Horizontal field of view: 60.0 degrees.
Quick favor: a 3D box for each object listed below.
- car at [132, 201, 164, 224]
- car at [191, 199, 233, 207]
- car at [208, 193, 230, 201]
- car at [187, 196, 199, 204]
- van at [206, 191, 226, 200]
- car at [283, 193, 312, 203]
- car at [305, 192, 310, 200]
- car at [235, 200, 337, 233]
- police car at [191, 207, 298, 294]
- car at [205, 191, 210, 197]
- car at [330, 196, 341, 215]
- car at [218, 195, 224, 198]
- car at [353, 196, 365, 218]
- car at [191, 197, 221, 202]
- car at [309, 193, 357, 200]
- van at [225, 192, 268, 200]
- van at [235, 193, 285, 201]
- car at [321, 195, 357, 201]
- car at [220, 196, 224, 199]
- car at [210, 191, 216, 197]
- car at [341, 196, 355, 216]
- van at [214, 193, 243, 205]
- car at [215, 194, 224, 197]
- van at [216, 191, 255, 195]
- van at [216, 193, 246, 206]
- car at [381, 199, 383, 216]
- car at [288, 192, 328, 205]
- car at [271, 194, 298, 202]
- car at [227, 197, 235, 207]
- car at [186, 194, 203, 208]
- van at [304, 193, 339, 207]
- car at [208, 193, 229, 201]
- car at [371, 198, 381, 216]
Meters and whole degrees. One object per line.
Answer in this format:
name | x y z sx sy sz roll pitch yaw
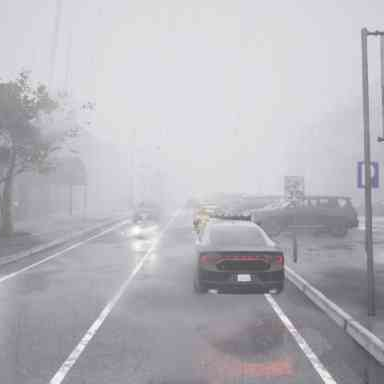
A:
car | -3.196 1.461 24.703 2.128 1.511 4.902 0 0 0
car | 1.016 1.438 18.998 1.801 1.575 5.366 0 0 0
car | 5.786 1.039 70.764 4.553 1.767 2.185 0 1 0
car | 0.128 1.354 58.654 1.994 1.385 4.181 0 0 0
van | 5.707 0.864 79.172 4.442 1.987 1.878 0 1 0
car | 18.919 1.136 59.995 4.553 1.767 2.185 0 1 0
car | 18.905 1.134 46.115 5.566 2.045 2.435 0 1 0
car | 5.591 1.466 20.298 5.366 1.575 1.946 0 0 0
police car | 0.994 1.422 8.904 1.930 1.638 5.238 0 0 0
car | 5.784 0.963 65.156 5.566 2.045 2.435 0 1 0
car | 18.840 1.469 37.782 4.792 1.488 2.163 0 0 0
car | 5.789 1.466 39.927 4.674 1.452 2.002 0 0 0
car | 18.860 1.455 32.233 5.008 1.535 2.097 0 0 0
car | 1.030 1.424 25.005 1.801 1.575 5.366 0 0 0
car | 18.846 1.153 43.338 5.566 2.045 2.435 0 0 0
van | 5.669 1.231 31.514 4.442 1.987 1.878 0 0 0
van | 5.897 1.238 25.903 4.442 1.987 1.878 0 0 0
car | 18.901 1.452 40.565 4.792 1.488 2.163 0 0 0
car | 5.819 1.470 37.119 4.792 1.488 2.163 0 0 0
car | 5.771 1.113 48.336 5.566 2.045 2.435 0 1 0
car | 19.052 1.444 35.010 5.366 1.575 1.946 0 0 0
van | 5.920 1.089 53.944 4.442 1.987 1.878 0 1 0
car | 5.801 1.409 42.730 4.892 1.521 2.231 0 0 0
van | 5.913 1.163 45.536 4.442 1.987 1.878 0 0 0
van | 5.918 1.114 51.140 4.442 1.987 1.878 0 1 0
car | 18.832 1.212 26.680 5.566 2.045 2.435 0 0 0
car | 18.912 1.060 54.441 5.566 2.045 2.435 0 1 0
car | 18.901 1.188 68.323 4.892 1.521 2.231 0 1 0
car | 5.778 1.460 28.707 5.008 1.535 2.097 0 0 0
car | 0.111 1.429 45.236 2.033 1.411 5.357 0 0 0
van | 18.996 1.135 48.891 4.442 1.987 1.878 0 1 0
car | 5.788 1.014 73.567 4.553 1.767 2.185 0 1 0
car | 18.857 1.462 29.455 4.892 1.521 2.231 0 0 0
